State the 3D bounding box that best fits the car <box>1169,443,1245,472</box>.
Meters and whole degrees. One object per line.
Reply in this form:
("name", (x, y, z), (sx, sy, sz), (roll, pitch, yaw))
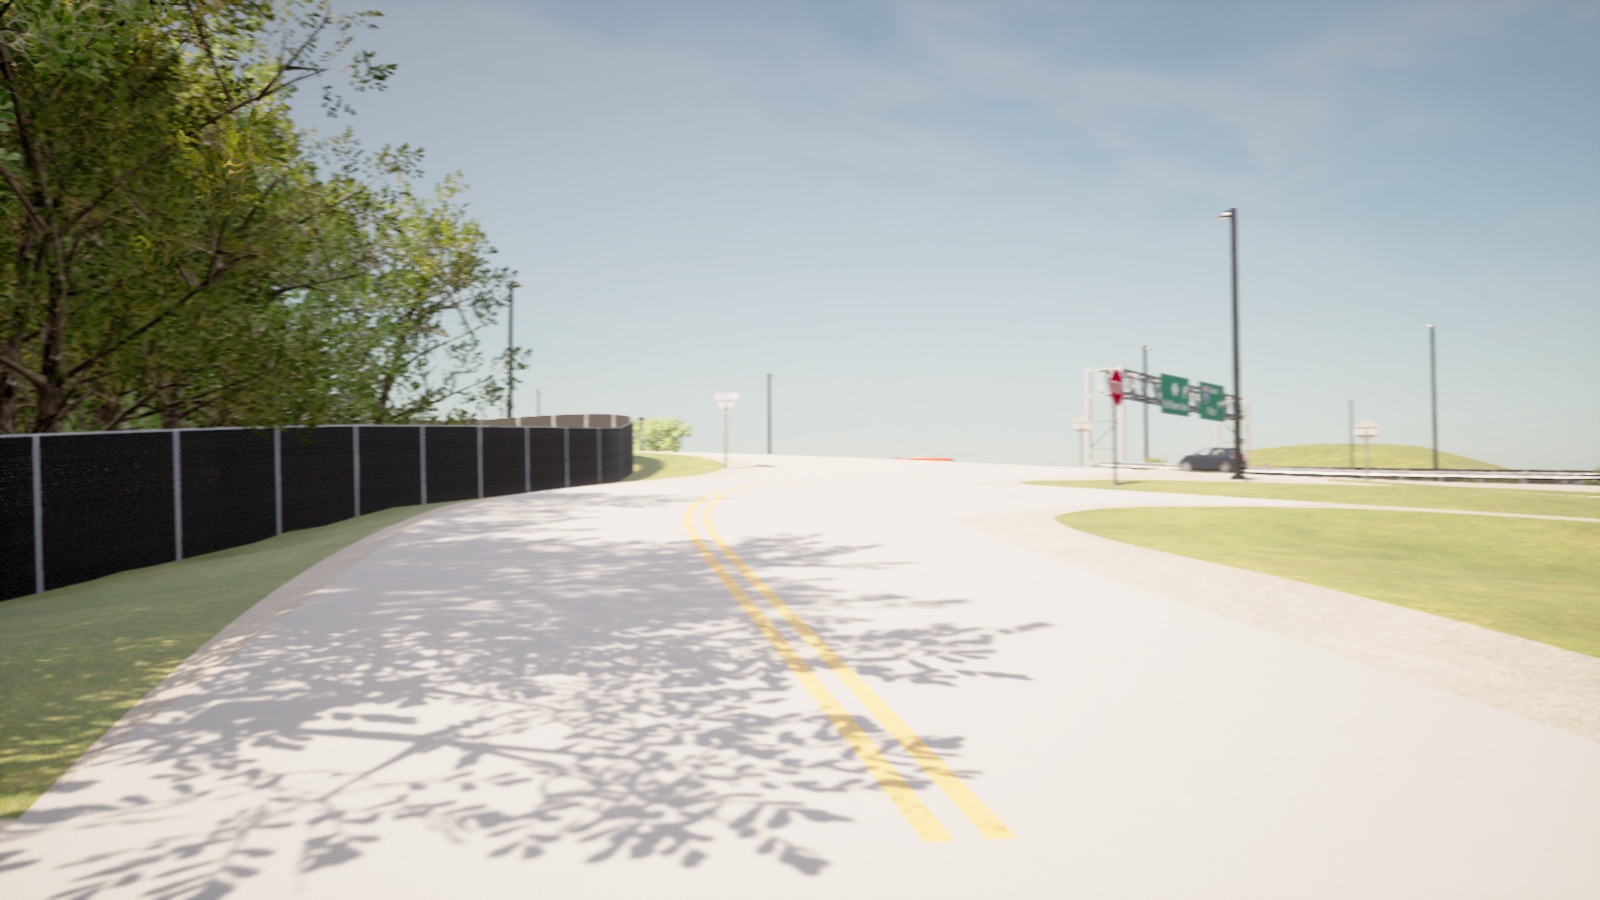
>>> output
("car", (22.825, 0.432, 70.479), (1.845, 1.501, 3.633), (4, -2, -41))
